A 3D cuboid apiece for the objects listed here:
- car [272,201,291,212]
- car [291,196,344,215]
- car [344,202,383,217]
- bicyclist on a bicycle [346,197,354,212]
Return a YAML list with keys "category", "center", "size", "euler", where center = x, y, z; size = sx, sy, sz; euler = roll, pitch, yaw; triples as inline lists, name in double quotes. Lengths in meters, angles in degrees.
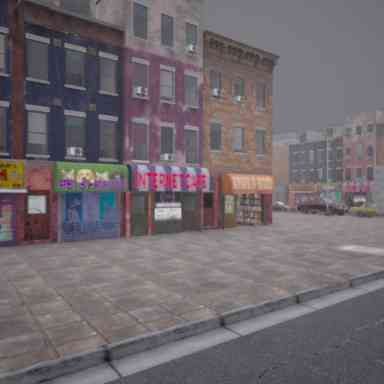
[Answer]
- category: "car"
  center: [9.764, 1.657, 37.829]
  size: [1.802, 1.307, 4.206]
  euler: [0, 0, -35]
- category: "car"
  center: [12.930, 1.376, 33.390]
  size: [2.192, 1.841, 5.009]
  euler: [0, 0, -35]
- category: "car"
  center: [16.194, 1.572, 28.813]
  size: [1.752, 1.417, 4.829]
  euler: [0, 0, -35]
- category: "bicyclist on a bicycle"
  center: [17.485, 1.372, 36.729]
  size: [1.656, 1.620, 0.582]
  euler: [0, 0, -35]
